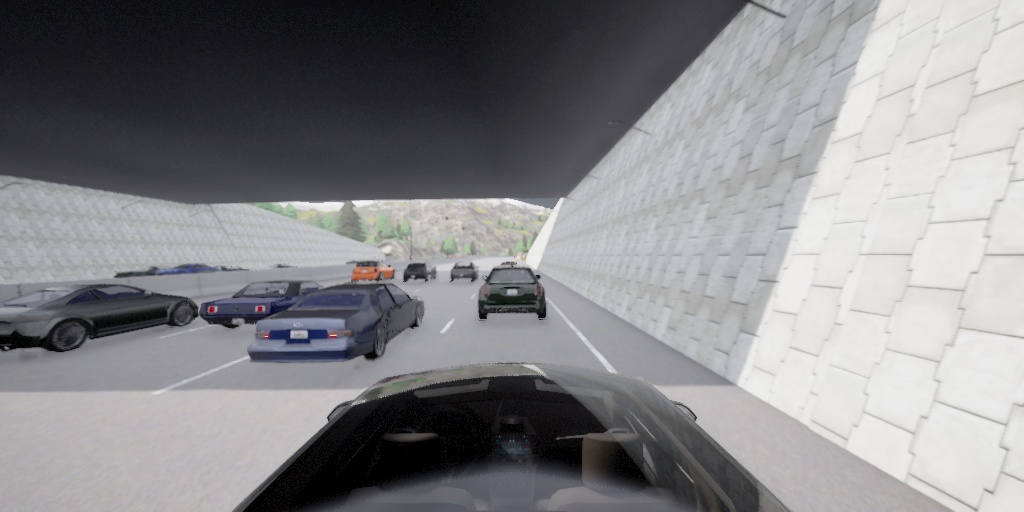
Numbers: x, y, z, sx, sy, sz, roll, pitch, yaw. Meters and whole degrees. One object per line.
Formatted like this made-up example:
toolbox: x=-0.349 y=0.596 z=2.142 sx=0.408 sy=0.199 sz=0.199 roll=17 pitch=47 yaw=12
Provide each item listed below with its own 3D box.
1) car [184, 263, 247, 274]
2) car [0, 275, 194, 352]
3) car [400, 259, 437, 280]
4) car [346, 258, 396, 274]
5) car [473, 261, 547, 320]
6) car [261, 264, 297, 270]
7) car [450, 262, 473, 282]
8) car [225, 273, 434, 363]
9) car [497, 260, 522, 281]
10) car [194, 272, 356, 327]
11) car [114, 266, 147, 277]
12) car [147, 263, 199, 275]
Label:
car: x=-24.901 y=1.474 z=30.863 sx=1.895 sy=1.301 sz=4.718 roll=0 pitch=0 yaw=-1
car: x=-10.480 y=1.380 z=9.117 sx=1.994 sy=1.385 sz=4.181 roll=0 pitch=0 yaw=0
car: x=-7.184 y=1.238 z=28.378 sx=1.837 sy=1.490 sz=4.892 roll=0 pitch=0 yaw=-1
car: x=-10.683 y=1.115 z=28.047 sx=2.097 sy=1.767 sz=4.553 roll=0 pitch=0 yaw=0
car: x=-0.014 y=1.072 z=12.691 sx=2.097 sy=1.767 sz=4.553 roll=0 pitch=0 yaw=-1
car: x=-21.419 y=1.402 z=32.982 sx=1.994 sy=1.385 sz=4.181 roll=0 pitch=0 yaw=-1
car: x=-3.684 y=1.196 z=28.394 sx=2.128 sy=1.511 sz=4.902 roll=0 pitch=0 yaw=-1
car: x=-3.471 y=1.308 z=8.323 sx=2.033 sy=1.411 sz=5.357 roll=0 pitch=0 yaw=0
car: x=-0.199 y=1.148 z=29.994 sx=1.882 sy=1.535 sz=5.008 roll=0 pitch=0 yaw=-1
car: x=-6.998 y=1.381 z=11.368 sx=1.895 sy=1.301 sz=4.718 roll=0 pitch=0 yaw=-1
car: x=-31.908 y=1.529 z=31.796 sx=1.895 sy=1.301 sz=4.718 roll=0 pitch=0 yaw=0
car: x=-28.406 y=1.377 z=31.512 sx=1.882 sy=1.535 sz=5.008 roll=0 pitch=0 yaw=0
